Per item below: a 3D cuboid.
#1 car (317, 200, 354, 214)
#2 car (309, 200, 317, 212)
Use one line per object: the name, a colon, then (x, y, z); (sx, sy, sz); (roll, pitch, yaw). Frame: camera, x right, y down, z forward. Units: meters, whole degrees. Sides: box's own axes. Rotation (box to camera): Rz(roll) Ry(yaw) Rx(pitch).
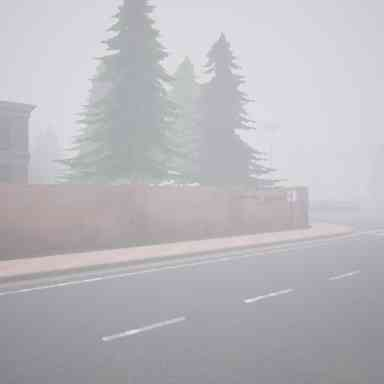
car: (14.824, 1.547, 36.581); (2.033, 1.411, 5.357); (0, 0, -35)
car: (10.715, 1.506, 36.328); (1.837, 1.490, 4.892); (0, 0, -35)
